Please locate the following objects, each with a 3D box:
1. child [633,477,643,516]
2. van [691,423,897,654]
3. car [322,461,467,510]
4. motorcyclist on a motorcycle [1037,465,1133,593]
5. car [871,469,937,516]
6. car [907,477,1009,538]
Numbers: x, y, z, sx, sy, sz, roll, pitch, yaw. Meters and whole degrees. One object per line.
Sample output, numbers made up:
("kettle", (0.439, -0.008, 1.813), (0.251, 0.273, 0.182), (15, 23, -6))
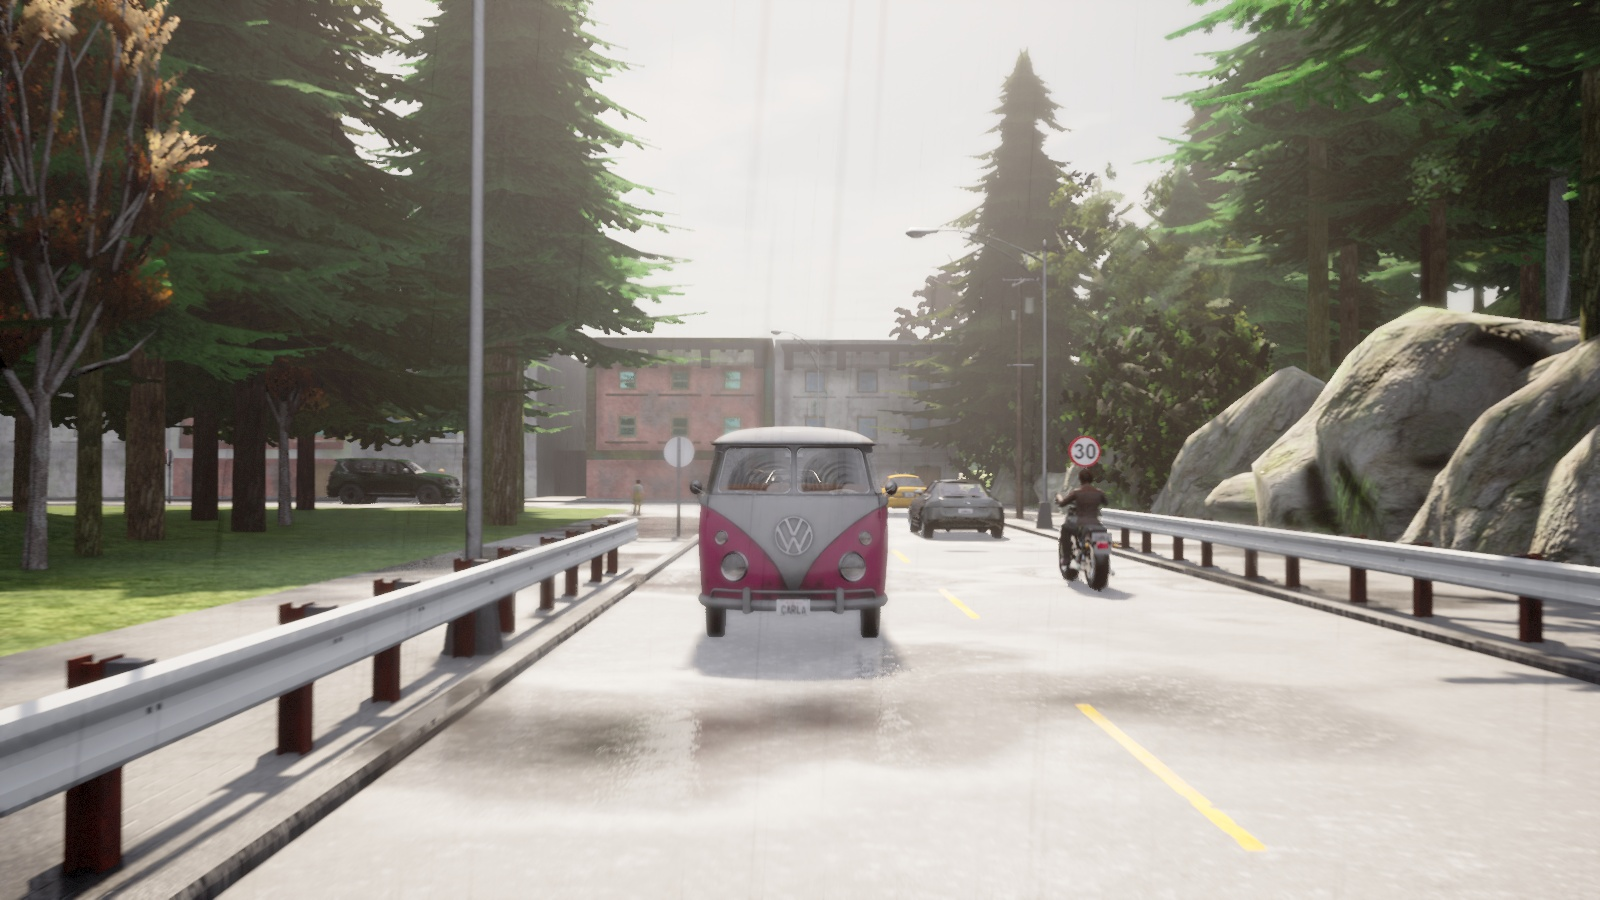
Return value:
("child", (-5.310, 1.514, 41.101), (0.270, 1.263, 0.437), (0, -1, 0))
("van", (-0.062, 0.781, 13.073), (1.775, 1.987, 4.442), (0, 0, 0))
("car", (-17.415, 1.509, 54.104), (5.566, 2.045, 2.150), (0, -1, 0))
("motorcyclist on a motorcycle", (3.914, 1.041, 17.446), (0.766, 1.649, 2.350), (0, -1, 0))
("car", (3.703, 1.503, 45.646), (1.801, 1.575, 5.366), (0, -1, -2))
("car", (3.840, 1.386, 31.208), (1.994, 1.385, 4.181), (0, -1, 0))
